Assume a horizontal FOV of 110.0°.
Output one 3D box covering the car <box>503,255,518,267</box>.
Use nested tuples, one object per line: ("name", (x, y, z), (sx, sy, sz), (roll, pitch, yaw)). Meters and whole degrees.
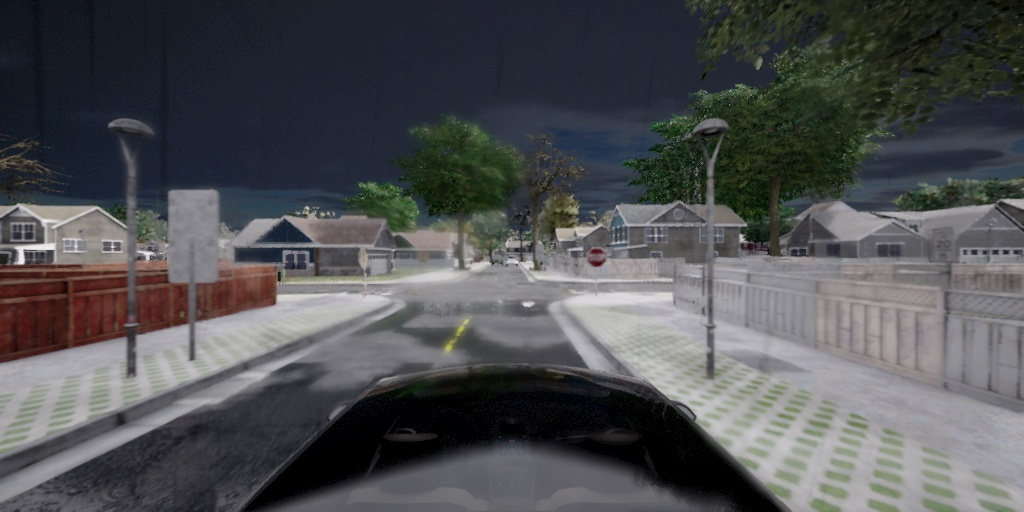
("car", (-0.021, 0.894, 64.945), (2.150, 2.045, 5.566), (0, 0, 0))
